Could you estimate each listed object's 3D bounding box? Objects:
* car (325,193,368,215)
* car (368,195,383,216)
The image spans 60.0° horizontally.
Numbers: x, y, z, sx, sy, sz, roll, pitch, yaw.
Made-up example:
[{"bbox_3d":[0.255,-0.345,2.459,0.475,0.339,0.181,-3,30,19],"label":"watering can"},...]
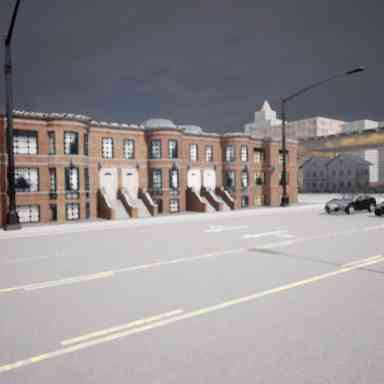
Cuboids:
[{"bbox_3d":[11.972,0.847,25.026,4.902,1.511,2.128,-2,1,-35],"label":"car"},{"bbox_3d":[13.968,0.925,22.152,4.181,1.385,1.994,-2,1,-35],"label":"car"}]
